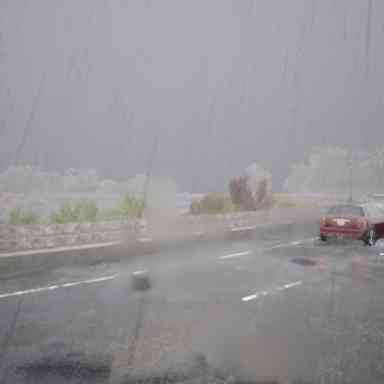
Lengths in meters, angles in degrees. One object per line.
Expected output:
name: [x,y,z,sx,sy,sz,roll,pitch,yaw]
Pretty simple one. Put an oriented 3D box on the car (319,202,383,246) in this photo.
car: [7.714,1.308,15.231,4.553,1.767,2.097,0,0,-43]
